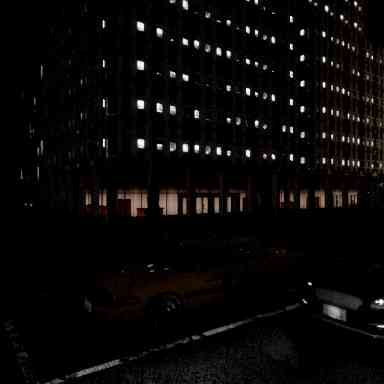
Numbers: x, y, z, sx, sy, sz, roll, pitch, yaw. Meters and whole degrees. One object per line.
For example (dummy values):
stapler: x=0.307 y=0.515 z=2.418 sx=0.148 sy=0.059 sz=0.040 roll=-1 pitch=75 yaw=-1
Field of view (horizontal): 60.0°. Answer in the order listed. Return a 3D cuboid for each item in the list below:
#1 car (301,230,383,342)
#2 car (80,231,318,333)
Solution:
car: x=4.073 y=1.491 z=6.286 sx=4.902 sy=1.511 sz=2.128 roll=0 pitch=0 yaw=-36
car: x=0.285 y=1.525 z=6.767 sx=4.829 sy=1.417 sz=1.752 roll=0 pitch=0 yaw=-36
